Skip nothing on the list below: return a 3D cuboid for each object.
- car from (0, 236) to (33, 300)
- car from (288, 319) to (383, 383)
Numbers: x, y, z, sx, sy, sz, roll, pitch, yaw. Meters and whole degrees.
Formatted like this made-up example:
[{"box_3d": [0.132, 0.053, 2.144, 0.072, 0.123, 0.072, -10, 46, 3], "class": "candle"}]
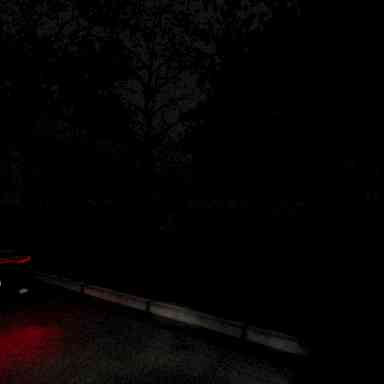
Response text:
[{"box_3d": [-5.539, 1.488, 7.378, 5.008, 1.535, 1.882, 0, 0, 36], "class": "car"}, {"box_3d": [2.646, 1.351, 1.476, 4.553, 1.767, 2.097, 0, 0, 36], "class": "car"}]
